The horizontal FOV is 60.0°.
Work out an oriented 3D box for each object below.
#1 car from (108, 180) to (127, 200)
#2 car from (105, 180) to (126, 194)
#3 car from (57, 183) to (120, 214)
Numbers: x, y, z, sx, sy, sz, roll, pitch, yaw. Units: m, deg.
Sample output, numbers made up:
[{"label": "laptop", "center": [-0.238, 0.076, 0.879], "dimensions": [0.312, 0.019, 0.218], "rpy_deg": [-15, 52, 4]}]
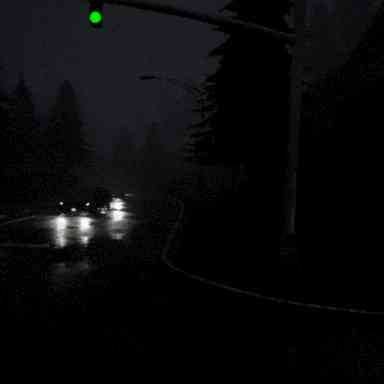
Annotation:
[{"label": "car", "center": [-6.791, -0.140, 29.356], "dimensions": [2.128, 1.511, 4.902], "rpy_deg": [2, 3, -9]}, {"label": "car", "center": [-9.065, -0.642, 39.130], "dimensions": [1.812, 1.442, 4.674], "rpy_deg": [1, 3, -19]}, {"label": "car", "center": [-6.019, 0.395, 19.576], "dimensions": [2.033, 1.411, 5.357], "rpy_deg": [2, 3, 0]}]
